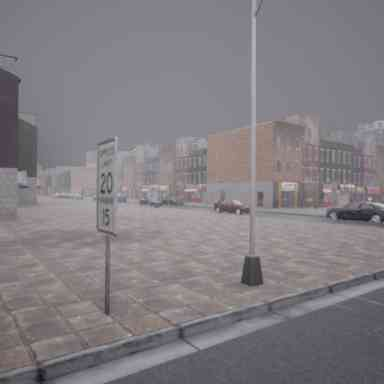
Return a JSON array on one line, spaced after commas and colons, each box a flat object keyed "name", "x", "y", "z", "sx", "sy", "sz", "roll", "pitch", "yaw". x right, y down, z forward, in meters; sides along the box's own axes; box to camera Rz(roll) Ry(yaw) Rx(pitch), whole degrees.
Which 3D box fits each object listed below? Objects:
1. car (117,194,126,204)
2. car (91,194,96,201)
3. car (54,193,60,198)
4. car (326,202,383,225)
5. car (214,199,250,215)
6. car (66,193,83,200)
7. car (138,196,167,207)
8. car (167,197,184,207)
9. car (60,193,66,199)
[{"name": "car", "x": -12.135, "y": 1.042, "z": 52.877, "sx": 1.882, "sy": 1.535, "sz": 5.008, "roll": 1, "pitch": 0, "yaw": -35}, {"name": "car", "x": -16.190, "y": 1.014, "z": 58.584, "sx": 1.837, "sy": 1.490, "sz": 4.892, "roll": 1, "pitch": 0, "yaw": -35}, {"name": "car", "x": -31.055, "y": 0.887, "z": 80.212, "sx": 1.887, "sy": 1.381, "sz": 4.507, "roll": 1, "pitch": 0, "yaw": -35}, {"name": "car", "x": 12.121, "y": 1.432, "z": 23.740, "sx": 1.882, "sy": 1.535, "sz": 5.008, "roll": 0, "pitch": 1, "yaw": -36}, {"name": "car", "x": 3.906, "y": 1.363, "z": 30.921, "sx": 1.887, "sy": 1.381, "sz": 4.507, "roll": 1, "pitch": 0, "yaw": -35}, {"name": "car", "x": -24.698, "y": 0.960, "z": 71.250, "sx": 2.008, "sy": 1.369, "sz": 4.403, "roll": 1, "pitch": 0, "yaw": -35}, {"name": "car", "x": -5.628, "y": 1.225, "z": 44.363, "sx": 1.947, "sy": 1.339, "sz": 4.313, "roll": 1, "pitch": 0, "yaw": -35}, {"name": "car", "x": -3.090, "y": 1.291, "z": 45.504, "sx": 1.895, "sy": 1.301, "sz": 4.718, "roll": 1, "pitch": 0, "yaw": -35}, {"name": "car", "x": -27.876, "y": 0.919, "z": 75.731, "sx": 1.887, "sy": 1.381, "sz": 4.507, "roll": 1, "pitch": 0, "yaw": -35}]
